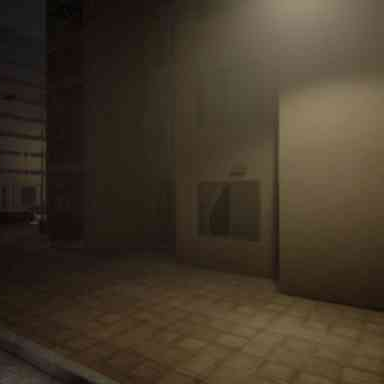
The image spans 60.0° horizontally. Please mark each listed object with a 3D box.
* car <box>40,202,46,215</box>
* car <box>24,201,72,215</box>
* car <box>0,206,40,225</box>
[{"bbox_3d":[-13.709,1.518,35.147,2.097,1.767,4.553,0,0,35],"label":"car"},{"bbox_3d":[-16.213,1.785,37.673,1.895,1.301,4.718,0,0,35],"label":"car"},{"bbox_3d":[-13.569,1.730,23.284,1.895,1.301,4.718,0,0,37],"label":"car"}]
